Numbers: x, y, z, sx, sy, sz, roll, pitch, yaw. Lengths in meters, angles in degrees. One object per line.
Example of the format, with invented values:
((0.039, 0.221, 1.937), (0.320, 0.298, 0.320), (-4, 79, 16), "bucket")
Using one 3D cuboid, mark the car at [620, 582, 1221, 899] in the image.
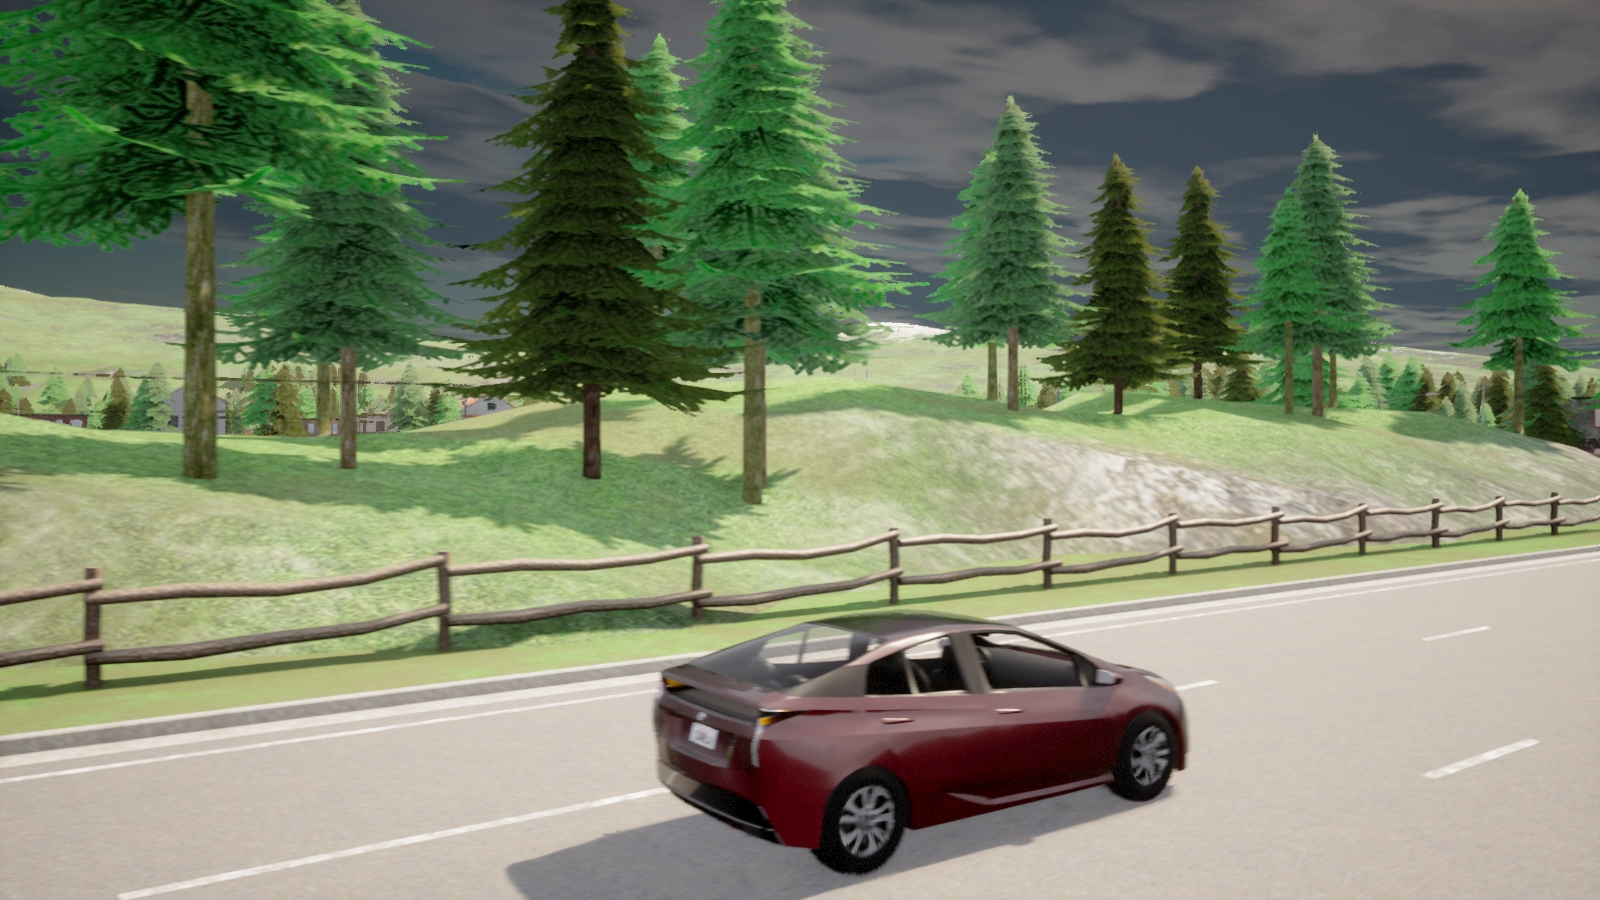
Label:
((1.078, 2.045, 9.020), (4.514, 1.525, 2.007), (0, 0, -35), "car")
